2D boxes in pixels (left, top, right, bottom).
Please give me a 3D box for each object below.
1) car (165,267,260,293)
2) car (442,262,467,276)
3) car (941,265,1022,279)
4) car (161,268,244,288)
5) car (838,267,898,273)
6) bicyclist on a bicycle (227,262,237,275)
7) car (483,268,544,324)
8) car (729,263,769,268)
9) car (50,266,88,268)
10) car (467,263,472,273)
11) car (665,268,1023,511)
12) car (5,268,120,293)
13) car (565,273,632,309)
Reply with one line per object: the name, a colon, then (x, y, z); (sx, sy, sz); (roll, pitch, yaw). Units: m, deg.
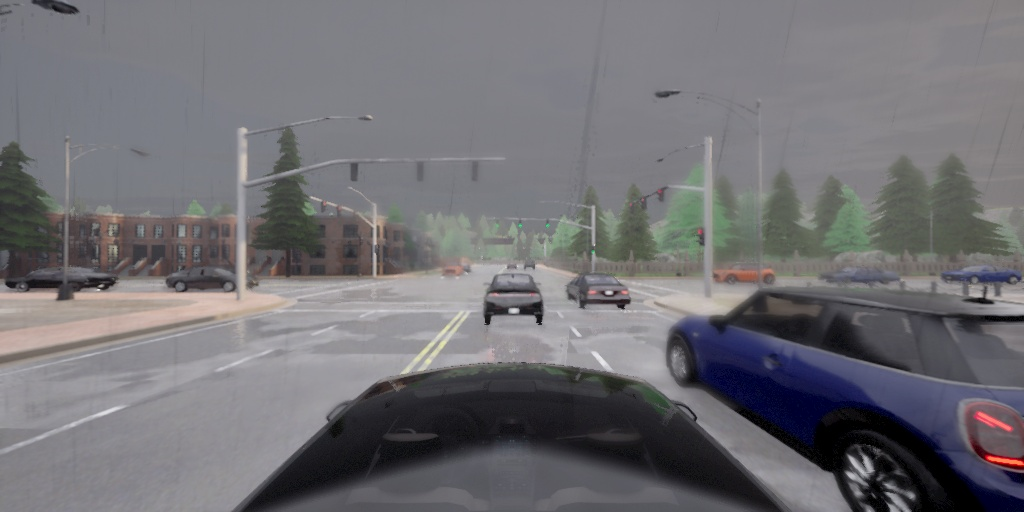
car: (-18.507, 1.461, 22.411); (4.892, 1.490, 1.837); (0, -1, -1)
car: (-7.111, 1.519, 43.559); (2.097, 1.767, 4.553); (0, -1, 0)
car: (38.100, 1.502, 29.209); (5.008, 1.535, 1.882); (0, -1, 0)
car: (-22.195, 1.554, 25.836); (4.181, 1.385, 1.994); (0, -1, -2)
car: (28.222, 1.572, 29.220); (5.357, 1.411, 2.033); (0, -1, 1)
bicyclist on a bicycle: (-28.831, 1.403, 36.843); (0.582, 1.620, 1.656); (0, 0, -1)
car: (0.027, 1.349, 12.484); (2.128, 1.511, 4.902); (0, -1, -1)
car: (18.697, 1.376, 29.233); (4.553, 1.767, 2.097); (0, -1, 0)
car: (-31.044, 1.491, 25.452); (4.892, 1.490, 1.837); (0, -1, -5)
car: (-7.103, 1.792, 53.489); (1.812, 1.442, 4.674); (0, -1, 1)
car: (3.599, 1.126, 4.139); (2.097, 1.767, 4.553); (0, -1, 0)
car: (-27.766, 1.555, 22.232); (4.718, 1.301, 1.895); (0, -1, -3)
car: (3.591, 1.437, 15.759); (2.033, 1.411, 5.357); (0, -1, 0)
